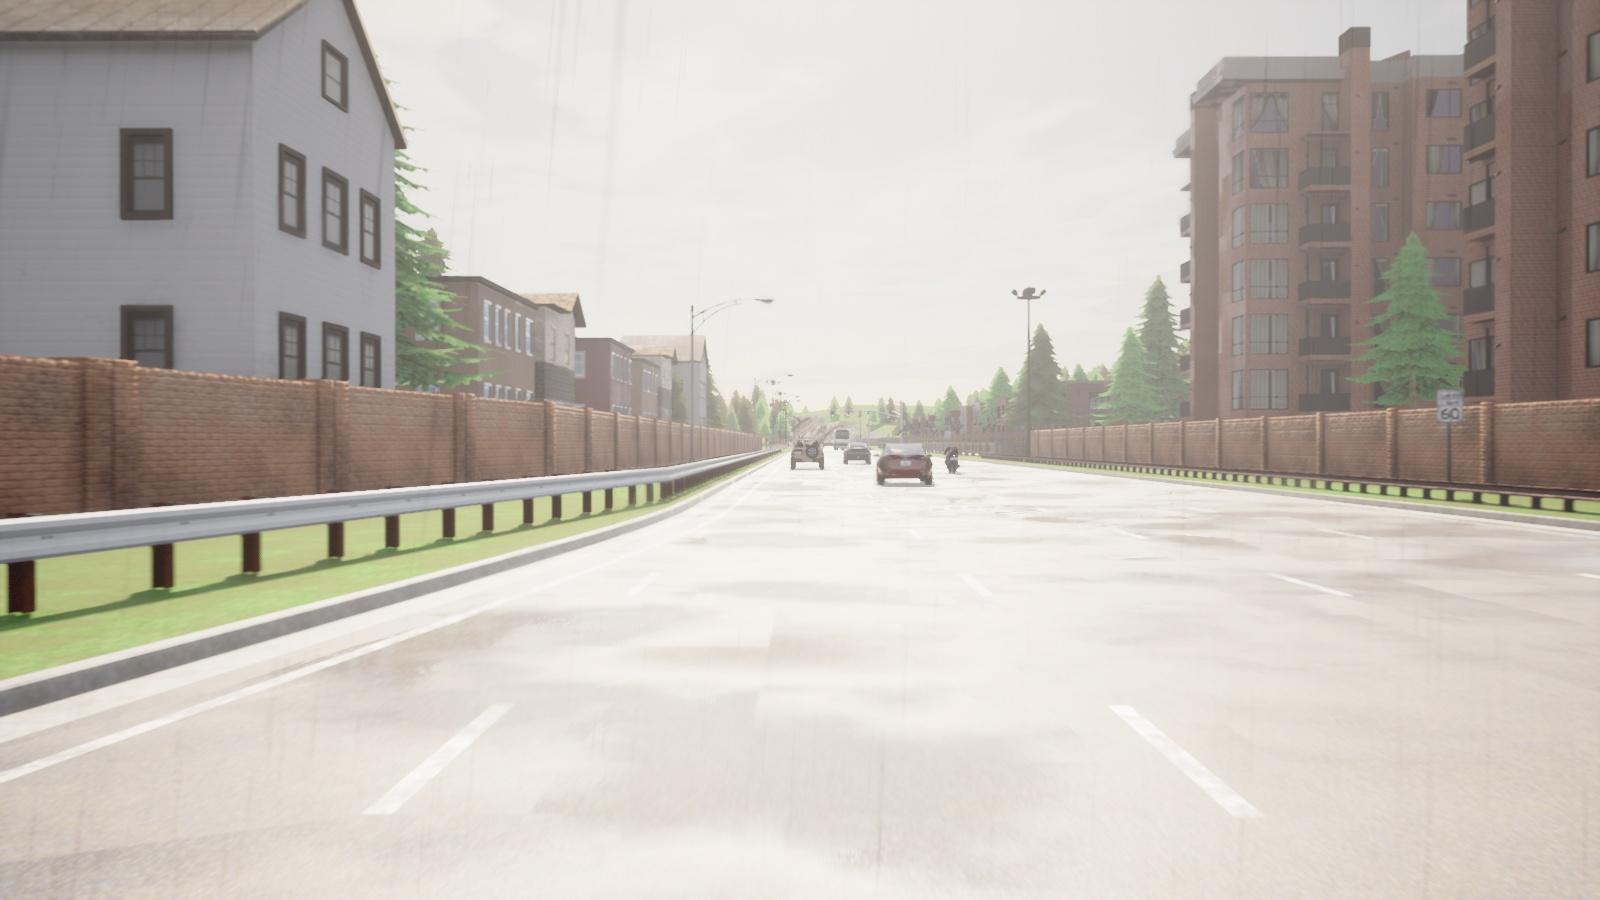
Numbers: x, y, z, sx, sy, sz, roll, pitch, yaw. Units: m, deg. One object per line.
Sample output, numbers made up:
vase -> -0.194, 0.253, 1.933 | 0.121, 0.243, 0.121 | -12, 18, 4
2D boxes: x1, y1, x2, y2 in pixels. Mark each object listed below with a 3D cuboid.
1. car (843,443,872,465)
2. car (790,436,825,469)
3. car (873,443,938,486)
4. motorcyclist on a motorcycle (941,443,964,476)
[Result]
car -> 4.021, 0.256, 88.939 | 1.837, 1.490, 4.892 | 0, 0, 0
car -> 0.430, 0.154, 72.928 | 1.932, 1.855, 4.605 | 0, 0, 0
car -> 3.801, 0.490, 46.151 | 2.163, 1.488, 4.792 | 0, 0, 2
motorcyclist on a motorcycle -> 7.361, 0.446, 60.855 | 0.866, 1.530, 2.191 | 0, 0, 0
